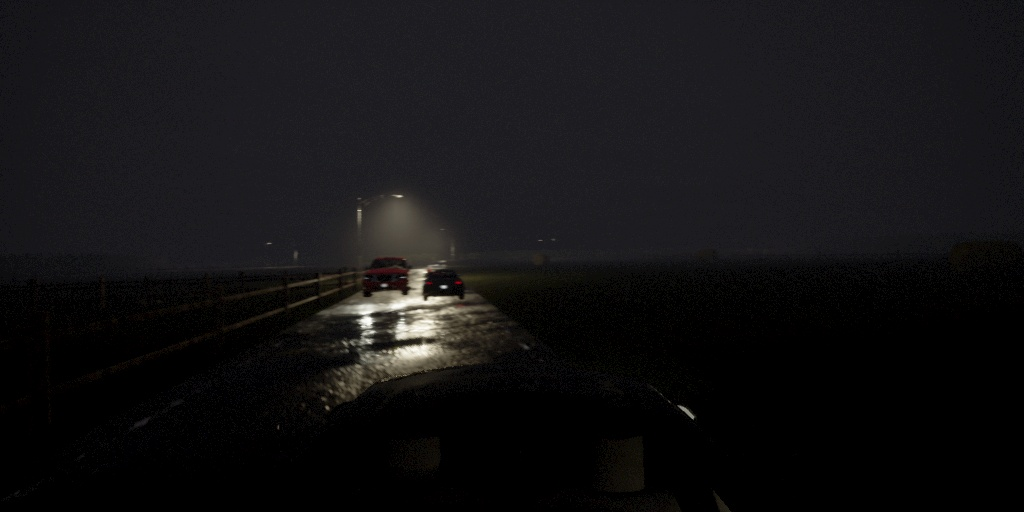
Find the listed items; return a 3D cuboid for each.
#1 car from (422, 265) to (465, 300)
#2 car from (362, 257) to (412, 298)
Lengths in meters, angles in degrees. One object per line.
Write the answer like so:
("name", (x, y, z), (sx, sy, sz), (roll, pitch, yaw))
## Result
("car", (-3.480, 1.355, 18.096), (1.994, 1.385, 4.181), (-1, 0, -12))
("car", (-6.759, 1.059, 19.923), (2.150, 2.045, 5.566), (-1, 0, -13))
